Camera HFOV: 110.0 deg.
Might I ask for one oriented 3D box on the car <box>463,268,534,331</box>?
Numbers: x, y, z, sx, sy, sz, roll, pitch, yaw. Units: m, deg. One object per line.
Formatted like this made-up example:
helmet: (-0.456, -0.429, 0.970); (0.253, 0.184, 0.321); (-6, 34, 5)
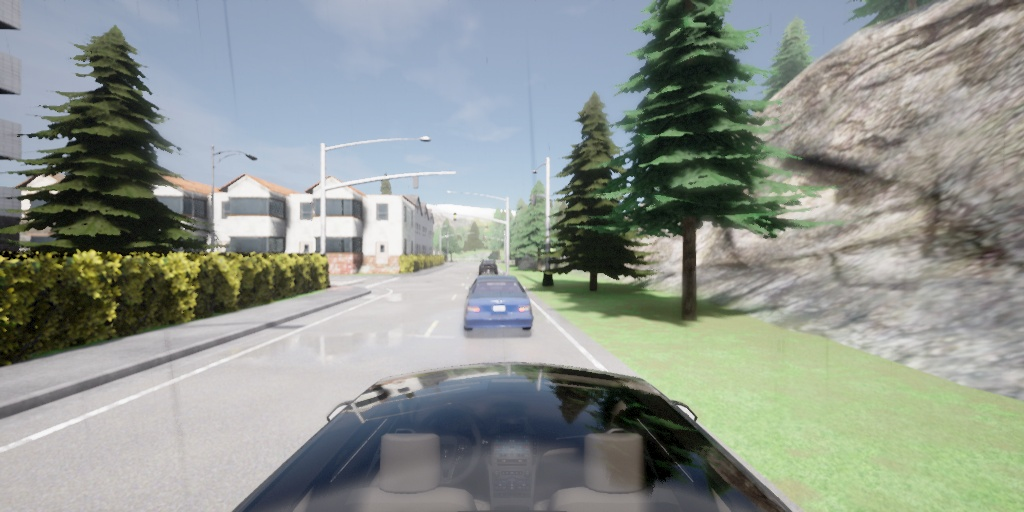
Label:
car: (-0.481, 1.279, 10.945); (2.033, 1.411, 5.357); (0, 0, -4)

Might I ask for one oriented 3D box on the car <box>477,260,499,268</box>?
car: (-2.483, 1.184, 37.268); (1.837, 1.490, 4.892); (0, 0, -4)
